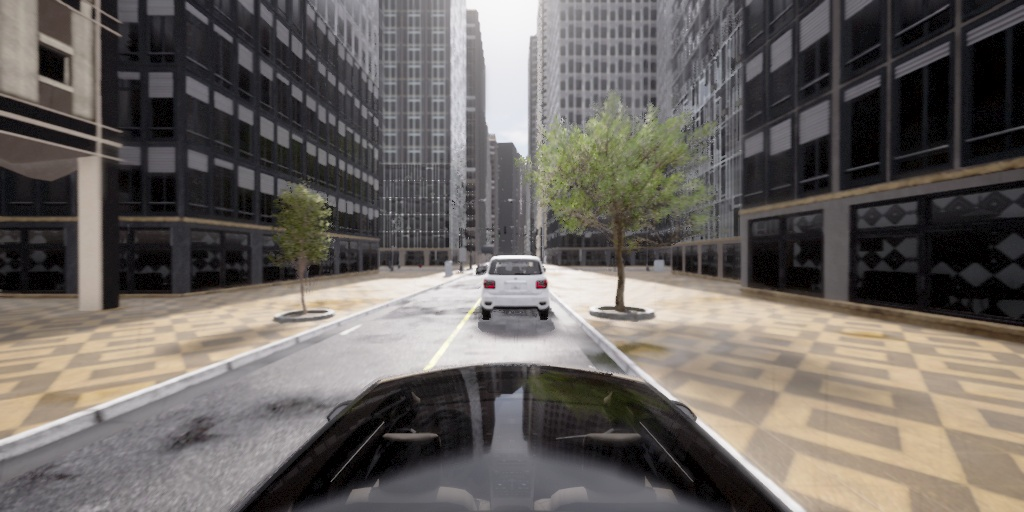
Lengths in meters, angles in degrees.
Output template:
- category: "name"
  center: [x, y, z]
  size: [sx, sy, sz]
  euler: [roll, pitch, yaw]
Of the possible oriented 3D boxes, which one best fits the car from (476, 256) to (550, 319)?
- category: "car"
  center: [0.103, 1.020, 13.151]
  size: [2.150, 2.045, 5.566]
  euler: [0, 0, 0]
